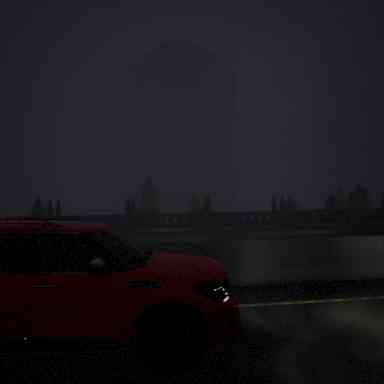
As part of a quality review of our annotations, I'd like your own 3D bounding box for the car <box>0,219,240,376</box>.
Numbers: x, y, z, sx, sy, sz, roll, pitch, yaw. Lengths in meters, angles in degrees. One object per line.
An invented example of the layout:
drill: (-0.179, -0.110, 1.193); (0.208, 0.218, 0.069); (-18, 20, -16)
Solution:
car: (-2.084, 1.461, 5.317); (5.566, 2.045, 2.150); (-1, -2, -4)
